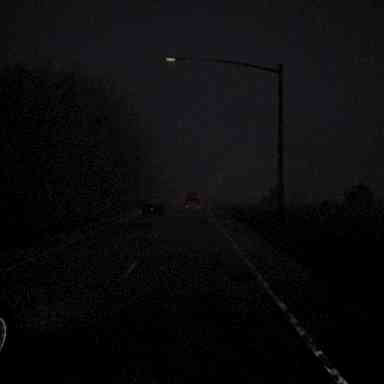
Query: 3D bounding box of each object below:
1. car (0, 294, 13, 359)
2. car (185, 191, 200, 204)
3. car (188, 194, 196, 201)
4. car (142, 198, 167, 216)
[{"bbox_3d":[-3.402,1.511,2.702,1.812,1.442,4.674,0,0,0],"label":"car"},{"bbox_3d":[0.089,0.947,54.333,2.150,2.045,5.566,0,0,0],"label":"car"},{"bbox_3d":[-0.011,1.176,70.934,1.812,1.442,4.674,0,0,0],"label":"car"},{"bbox_3d":[-3.406,1.323,30.836,1.882,1.535,5.008,0,0,0],"label":"car"}]
